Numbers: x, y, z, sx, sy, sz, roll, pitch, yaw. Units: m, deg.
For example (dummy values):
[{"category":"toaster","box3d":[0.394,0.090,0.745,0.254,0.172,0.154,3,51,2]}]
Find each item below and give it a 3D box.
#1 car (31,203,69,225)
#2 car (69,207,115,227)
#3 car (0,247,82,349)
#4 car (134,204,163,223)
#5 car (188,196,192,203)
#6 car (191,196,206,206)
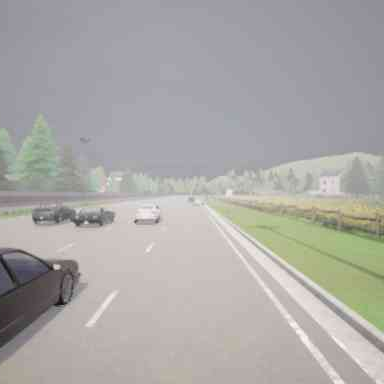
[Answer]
[{"category":"car","box3d":[-10.403,1.618,25.437,2.128,1.511,4.902,0,0,0]},{"category":"car","box3d":[-6.903,1.720,23.959,1.895,1.301,4.718,0,0,0]},{"category":"car","box3d":[-3.401,1.573,5.050,2.033,1.411,5.357,0,0,0]},{"category":"car","box3d":[-3.416,1.658,26.532,1.812,1.442,4.674,0,0,0]},{"category":"car","box3d":[-0.007,1.795,83.376,1.882,1.535,5.008,0,0,0]},{"category":"car","box3d":[1.219,1.839,63.149,1.812,1.442,4.674,0,0,0]}]
